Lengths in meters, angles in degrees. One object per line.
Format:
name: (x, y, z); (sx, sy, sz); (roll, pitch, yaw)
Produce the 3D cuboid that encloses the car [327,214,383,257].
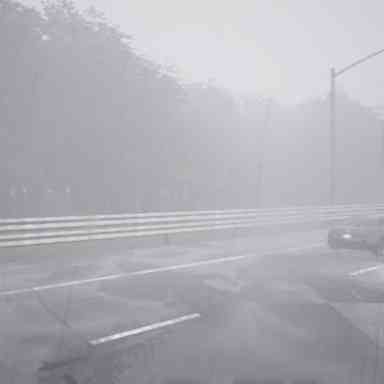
car: (7.253, 1.563, 13.220); (4.181, 1.385, 1.994); (0, 0, -35)
